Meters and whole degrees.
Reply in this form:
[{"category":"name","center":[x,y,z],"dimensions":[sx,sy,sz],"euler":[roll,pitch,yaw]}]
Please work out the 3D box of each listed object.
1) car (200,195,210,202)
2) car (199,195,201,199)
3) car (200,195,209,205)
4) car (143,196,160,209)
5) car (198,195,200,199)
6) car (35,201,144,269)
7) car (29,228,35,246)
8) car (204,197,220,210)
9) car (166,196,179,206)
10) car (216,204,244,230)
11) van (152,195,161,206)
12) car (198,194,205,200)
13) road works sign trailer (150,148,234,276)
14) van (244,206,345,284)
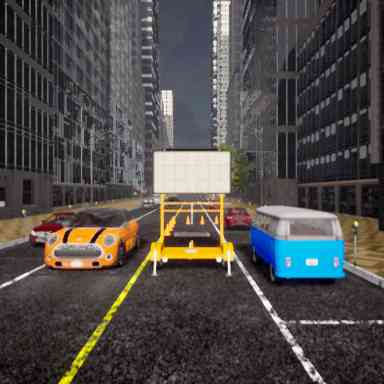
[{"category":"car","center":[2.696,1.373,71.920],"dimensions":[1.967,1.590,4.097],"euler":[0,0,0]},{"category":"car","center":[2.695,1.516,54.843],"dimensions":[2.008,1.369,4.403],"euler":[0,0,0]},{"category":"car","center":[2.694,1.524,49.151],"dimensions":[2.008,1.369,4.403],"euler":[0,0,0]},{"category":"car","center":[-5.687,1.530,43.462],"dimensions":[2.008,1.369,4.403],"euler":[0,0,0]},{"category":"car","center":[2.696,1.384,66.228],"dimensions":[1.967,1.590,4.097],"euler":[0,0,0]},{"category":"car","center":[-3.099,1.347,11.193],"dimensions":[2.097,1.767,4.553],"euler":[0,0,0]},{"category":"car","center":[-5.690,1.576,14.999],"dimensions":[1.802,1.307,4.206],"euler":[0,0,0]},{"category":"car","center":[2.693,1.566,37.766],"dimensions":[1.802,1.307,4.206],"euler":[0,0,0]},{"category":"car","center":[-3.087,1.446,52.646],"dimensions":[1.882,1.535,5.008],"euler":[0,0,0]},{"category":"car","center":[2.692,1.573,20.688],"dimensions":[1.802,1.307,4.206],"euler":[0,0,0]},{"category":"van","center":[-5.686,1.306,54.847],"dimensions":[1.690,1.788,3.998],"euler":[0,0,0]},{"category":"car","center":[2.698,1.425,94.691],"dimensions":[1.887,1.381,4.507],"euler":[0,0,0]},{"category":"road works sign trailer","center":[0.001,0.460,10.323],"dimensions":[2.380,3.560,2.880],"euler":[0,0,0]},{"category":"van","center":[2.691,1.337,9.304],"dimensions":[1.690,1.788,3.998],"euler":[0,0,0]}]
